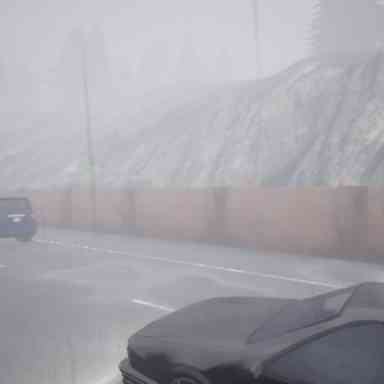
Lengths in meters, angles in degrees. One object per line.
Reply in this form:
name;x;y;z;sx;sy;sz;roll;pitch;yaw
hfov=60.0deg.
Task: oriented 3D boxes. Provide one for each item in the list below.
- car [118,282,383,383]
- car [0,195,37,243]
car;1.841;1.546;2.661;5.357;1.411;2.033;0;0;35
car;-9.056;1.157;14.506;5.566;2.045;2.150;0;0;34
